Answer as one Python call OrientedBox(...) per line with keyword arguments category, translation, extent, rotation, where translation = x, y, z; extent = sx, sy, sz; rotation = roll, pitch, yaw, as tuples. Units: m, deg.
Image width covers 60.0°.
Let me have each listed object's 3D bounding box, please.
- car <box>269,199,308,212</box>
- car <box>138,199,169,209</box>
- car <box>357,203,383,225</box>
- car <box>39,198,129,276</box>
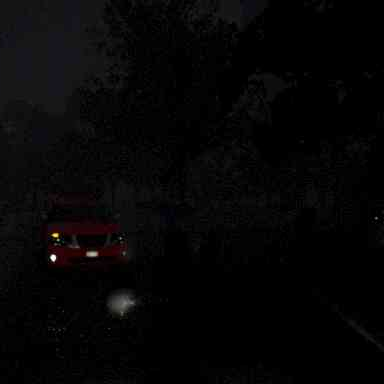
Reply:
OrientedBox(category="car", translation=(11.428, 1.557, 39.622), extent=(1.882, 1.535, 5.008), rotation=(0, 0, -32))
OrientedBox(category="car", translation=(-5.308, 1.659, 45.886), extent=(4.181, 1.385, 1.994), rotation=(0, 0, -10))
OrientedBox(category="car", translation=(13.240, 1.538, 24.242), extent=(2.128, 1.511, 4.902), rotation=(0, 0, 25))
OrientedBox(category="car", translation=(-3.726, 1.245, 11.030), extent=(2.150, 2.045, 5.566), rotation=(2, -1, -26))
